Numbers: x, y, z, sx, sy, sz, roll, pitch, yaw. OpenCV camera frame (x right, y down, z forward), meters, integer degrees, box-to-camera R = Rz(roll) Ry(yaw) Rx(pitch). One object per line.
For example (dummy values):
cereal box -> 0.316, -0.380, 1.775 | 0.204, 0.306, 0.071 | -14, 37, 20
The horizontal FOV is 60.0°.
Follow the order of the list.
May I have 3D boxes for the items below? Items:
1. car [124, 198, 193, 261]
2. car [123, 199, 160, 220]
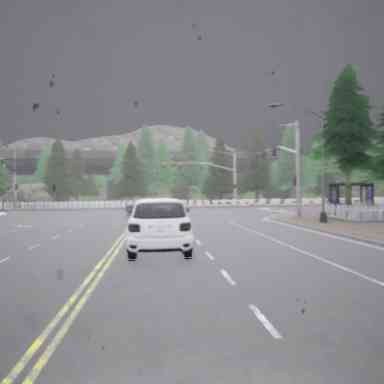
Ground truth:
car -> -1.219, 1.234, 12.652 | 2.150, 2.045, 5.566 | -1, 0, -6
car -> -4.586, 1.509, 29.492 | 1.882, 1.535, 5.008 | 0, 0, -25
